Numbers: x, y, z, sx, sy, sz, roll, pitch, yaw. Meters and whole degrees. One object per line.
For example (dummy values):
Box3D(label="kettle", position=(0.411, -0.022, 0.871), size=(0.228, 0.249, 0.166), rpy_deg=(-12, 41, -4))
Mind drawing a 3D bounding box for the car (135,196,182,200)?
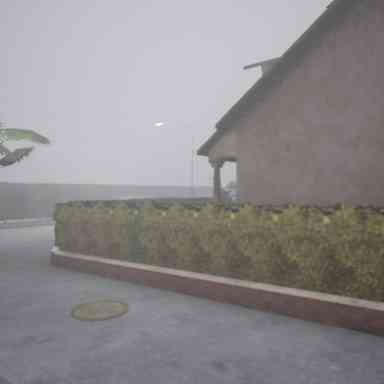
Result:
Box3D(label="car", position=(-1.580, 1.365, 26.697), size=(2.150, 2.045, 5.566), rpy_deg=(-1, 0, 36))

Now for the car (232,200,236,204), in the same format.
Box3D(label="car", position=(4.911, 1.740, 42.778), size=(1.994, 1.385, 4.181), rpy_deg=(-1, 0, 36))

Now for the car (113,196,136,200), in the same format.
Box3D(label="car", position=(-5.694, 1.398, 27.993), size=(2.150, 2.045, 5.566), rpy_deg=(-1, 0, 36))
